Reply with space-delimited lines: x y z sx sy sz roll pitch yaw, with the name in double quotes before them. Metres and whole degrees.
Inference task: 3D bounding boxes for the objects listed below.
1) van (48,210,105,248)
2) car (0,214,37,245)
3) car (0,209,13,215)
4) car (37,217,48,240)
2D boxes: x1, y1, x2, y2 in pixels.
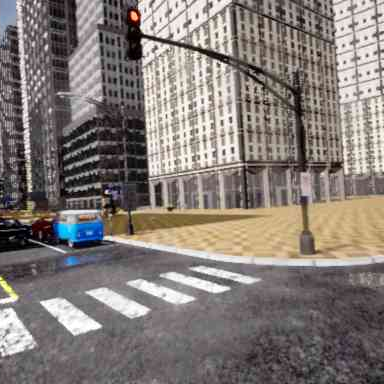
"van" -6.092 1.853 17.667 1.690 1.788 3.998 -3 -1 -37
"car" -10.863 2.311 19.338 2.128 1.511 4.902 -3 -1 -36
"car" -22.685 3.007 39.807 2.192 1.841 5.009 -3 -1 -37
"car" -9.453 2.296 22.052 1.887 1.381 4.507 -3 -1 -37
